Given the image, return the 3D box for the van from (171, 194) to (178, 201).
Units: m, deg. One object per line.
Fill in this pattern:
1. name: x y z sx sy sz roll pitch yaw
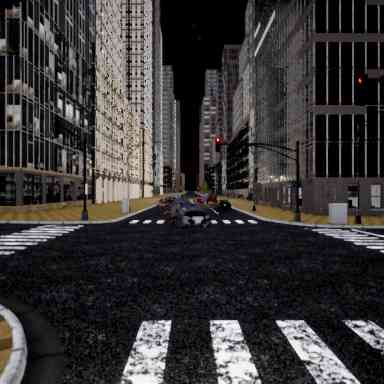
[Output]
1. van: -4.217 1.320 80.461 1.690 1.788 3.998 0 0 0

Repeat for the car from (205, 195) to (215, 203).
1. car: 3.717 1.431 69.445 1.967 1.590 4.097 0 0 0

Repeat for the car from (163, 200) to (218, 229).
1. car: -0.264 1.515 22.124 2.128 1.511 4.902 0 0 -15

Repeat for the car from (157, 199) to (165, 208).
1. car: -4.056 1.592 47.296 1.802 1.307 4.206 0 0 0

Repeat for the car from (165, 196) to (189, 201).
1. car: -1.538 1.505 37.092 2.128 1.511 4.902 0 0 0

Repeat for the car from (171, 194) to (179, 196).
1. car: -4.136 1.563 63.878 1.947 1.339 4.313 0 0 0

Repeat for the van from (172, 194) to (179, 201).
1. van: -4.244 1.314 85.989 1.690 1.788 3.998 0 0 0

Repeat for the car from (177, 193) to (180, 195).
1. car: -1.589 1.346 67.594 2.097 1.767 4.553 0 0 0

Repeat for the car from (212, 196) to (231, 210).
1. car: 3.900 1.579 41.808 1.947 1.339 4.313 0 0 0

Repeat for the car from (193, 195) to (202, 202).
1. car: 1.146 1.488 73.260 1.837 1.490 4.892 0 0 0

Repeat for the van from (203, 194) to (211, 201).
1. van: 3.663 1.320 80.499 1.690 1.788 3.998 0 0 0

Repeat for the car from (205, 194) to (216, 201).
1. car: 3.744 1.312 63.916 2.192 1.841 5.009 0 0 0

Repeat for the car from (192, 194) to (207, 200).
1. car: 1.274 1.599 63.092 1.895 1.301 4.718 0 0 0
